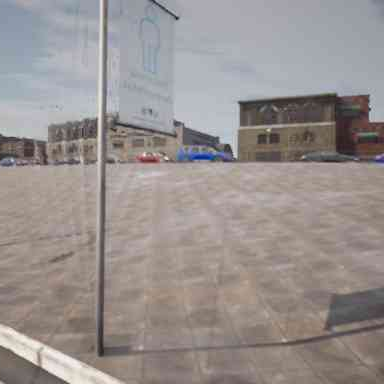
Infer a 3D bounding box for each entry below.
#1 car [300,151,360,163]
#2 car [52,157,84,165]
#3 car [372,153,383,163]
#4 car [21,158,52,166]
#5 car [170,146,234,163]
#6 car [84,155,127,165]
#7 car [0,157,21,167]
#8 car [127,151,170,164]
[{"bbox_3d":[11.407,-2.706,27.695,4.674,1.452,2.002,2,1,22],"label":"car"},{"bbox_3d":[-13.789,-3.438,39.179,4.674,1.452,2.002,1,1,28],"label":"car"},{"bbox_3d":[16.577,-2.495,25.710,4.674,1.452,2.002,2,1,21],"label":"car"},{"bbox_3d":[-18.653,-3.552,41.786,4.792,1.488,2.163,1,1,29],"label":"car"},{"bbox_3d":[1.225,-3.353,31.940,5.566,2.045,2.435,2,1,25],"label":"car"},{"bbox_3d":[-8.957,-3.374,36.721,4.892,1.521,2.231,1,1,27],"label":"car"},{"bbox_3d":[-23.646,-3.815,44.587,4.553,1.767,2.185,1,1,31],"label":"car"},{"bbox_3d":[-3.876,-3.374,34.279,4.553,1.767,2.185,1,1,26],"label":"car"}]
